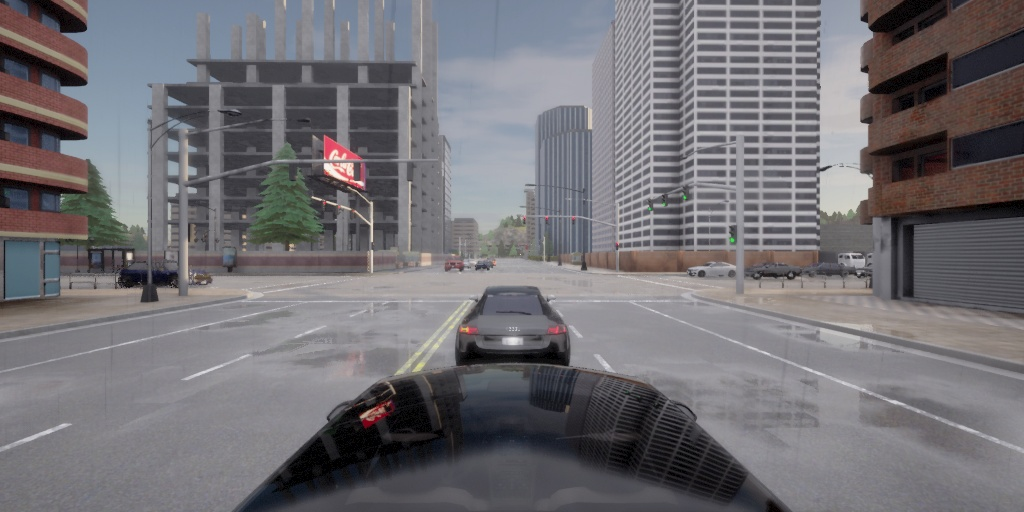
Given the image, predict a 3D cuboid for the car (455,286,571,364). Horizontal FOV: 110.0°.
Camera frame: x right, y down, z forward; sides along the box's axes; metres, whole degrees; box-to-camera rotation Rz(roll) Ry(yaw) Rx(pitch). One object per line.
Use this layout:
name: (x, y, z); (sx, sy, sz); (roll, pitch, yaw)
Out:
car: (0.010, 1.314, 7.664); (1.994, 1.385, 4.181); (0, 0, 0)

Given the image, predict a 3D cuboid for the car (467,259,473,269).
car: (-7.617, 1.276, 57.272); (1.812, 1.442, 4.674); (0, 0, 0)

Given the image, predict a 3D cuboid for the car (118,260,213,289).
car: (-21.837, 1.102, 22.762); (4.553, 1.767, 2.097); (0, 0, -1)

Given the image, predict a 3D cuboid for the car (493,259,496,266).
car: (-4.135, 1.314, 59.971); (1.994, 1.385, 4.181); (0, 0, 0)

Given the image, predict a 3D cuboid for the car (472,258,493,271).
car: (-4.058, 1.351, 50.046); (1.895, 1.301, 4.718); (0, 0, -1)

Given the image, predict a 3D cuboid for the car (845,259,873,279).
car: (32.221, 1.242, 30.755); (4.902, 1.511, 2.128); (0, 0, -1)

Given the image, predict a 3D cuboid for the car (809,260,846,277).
car: (29.664, 1.297, 34.226); (5.357, 1.411, 2.033); (0, 0, -1)

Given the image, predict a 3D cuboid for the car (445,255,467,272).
car: (-7.568, 0.971, 47.595); (2.150, 2.045, 5.566); (0, 0, -4)

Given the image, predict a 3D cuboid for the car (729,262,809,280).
car: (21.847, 1.241, 30.615); (4.902, 1.511, 2.128); (0, 0, -1)

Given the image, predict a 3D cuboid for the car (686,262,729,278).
car: (19.082, 1.276, 34.055); (4.674, 1.442, 1.812); (0, 0, -1)
